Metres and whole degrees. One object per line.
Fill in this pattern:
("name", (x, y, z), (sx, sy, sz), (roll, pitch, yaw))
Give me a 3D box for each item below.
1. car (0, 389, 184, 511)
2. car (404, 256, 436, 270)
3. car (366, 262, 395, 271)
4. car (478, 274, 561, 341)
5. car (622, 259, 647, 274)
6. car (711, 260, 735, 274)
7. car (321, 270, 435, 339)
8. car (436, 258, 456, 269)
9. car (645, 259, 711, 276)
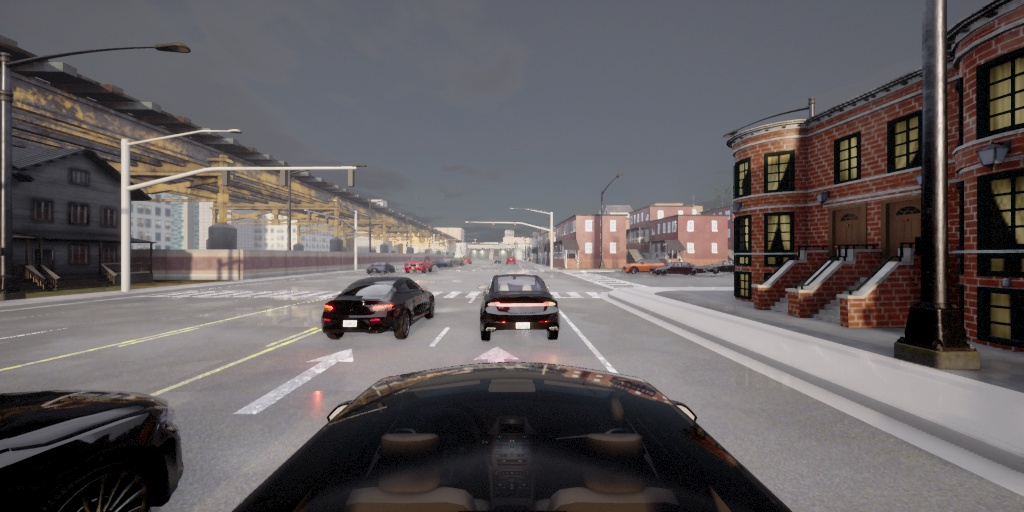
("car", (-3.395, 1.242, 0.684), (2.128, 1.511, 4.902), (0, 0, 0))
("car", (-10.711, 0.972, 41.500), (2.150, 2.045, 5.566), (0, 0, 0))
("car", (-14.203, 1.314, 38.990), (1.994, 1.385, 4.181), (0, 0, 0))
("car", (0.092, 1.242, 9.918), (2.128, 1.511, 4.902), (0, 0, -3))
("car", (14.742, 1.102, 40.214), (4.553, 1.767, 2.097), (0, 0, 0))
("car", (23.889, 1.241, 40.242), (4.902, 1.511, 2.128), (0, 0, 0))
("car", (-3.450, 1.276, 9.951), (1.812, 1.442, 4.674), (0, 0, 0))
("car", (-10.742, 1.351, 57.369), (1.895, 1.301, 4.718), (0, 0, 0))
("car", (16.898, 1.297, 36.730), (5.357, 1.411, 2.033), (0, 0, 0))
